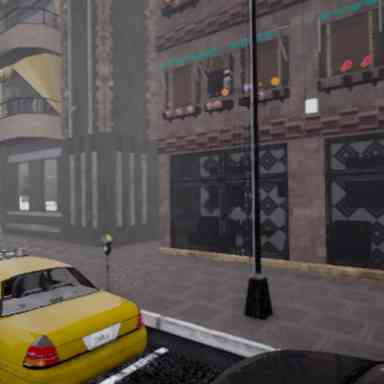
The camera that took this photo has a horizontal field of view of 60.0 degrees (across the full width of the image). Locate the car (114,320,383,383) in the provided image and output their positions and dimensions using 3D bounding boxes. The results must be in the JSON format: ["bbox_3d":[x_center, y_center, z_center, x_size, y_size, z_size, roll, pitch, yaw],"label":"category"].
[{"bbox_3d":[1.919,1.552,1.517,4.403,1.369,2.008,0,-1,36],"label":"car"}]

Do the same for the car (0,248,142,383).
[{"bbox_3d":[-2.841,1.519,4.928,4.829,1.417,1.752,0,-1,36],"label":"car"}]
